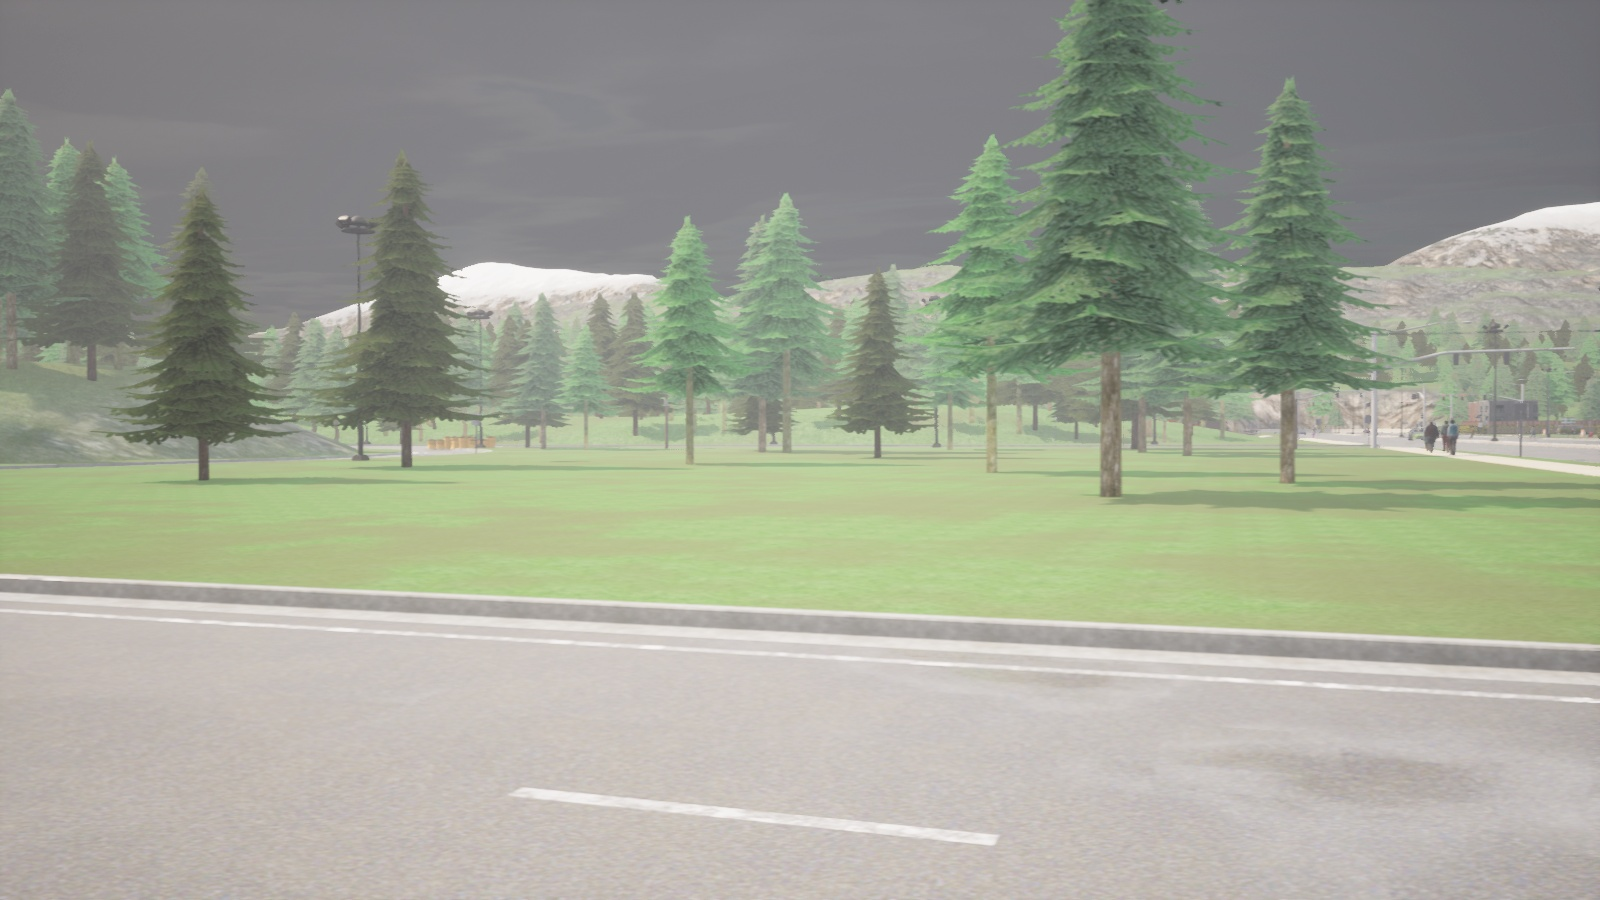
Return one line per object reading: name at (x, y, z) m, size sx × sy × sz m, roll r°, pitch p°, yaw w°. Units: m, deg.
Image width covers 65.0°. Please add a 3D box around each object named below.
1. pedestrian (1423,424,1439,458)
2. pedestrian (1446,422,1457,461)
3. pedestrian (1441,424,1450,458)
pedestrian at (34.609, -0.507, 68.863) m, size 0.634 × 1.844 × 0.899 m, roll 1°, pitch 1°, yaw 19°
pedestrian at (32.754, -0.422, 63.110) m, size 0.396 × 1.930 × 0.692 m, roll 1°, pitch 1°, yaw 21°
pedestrian at (35.749, -0.514, 69.555) m, size 0.353 × 1.847 × 0.614 m, roll 1°, pitch 1°, yaw 18°
